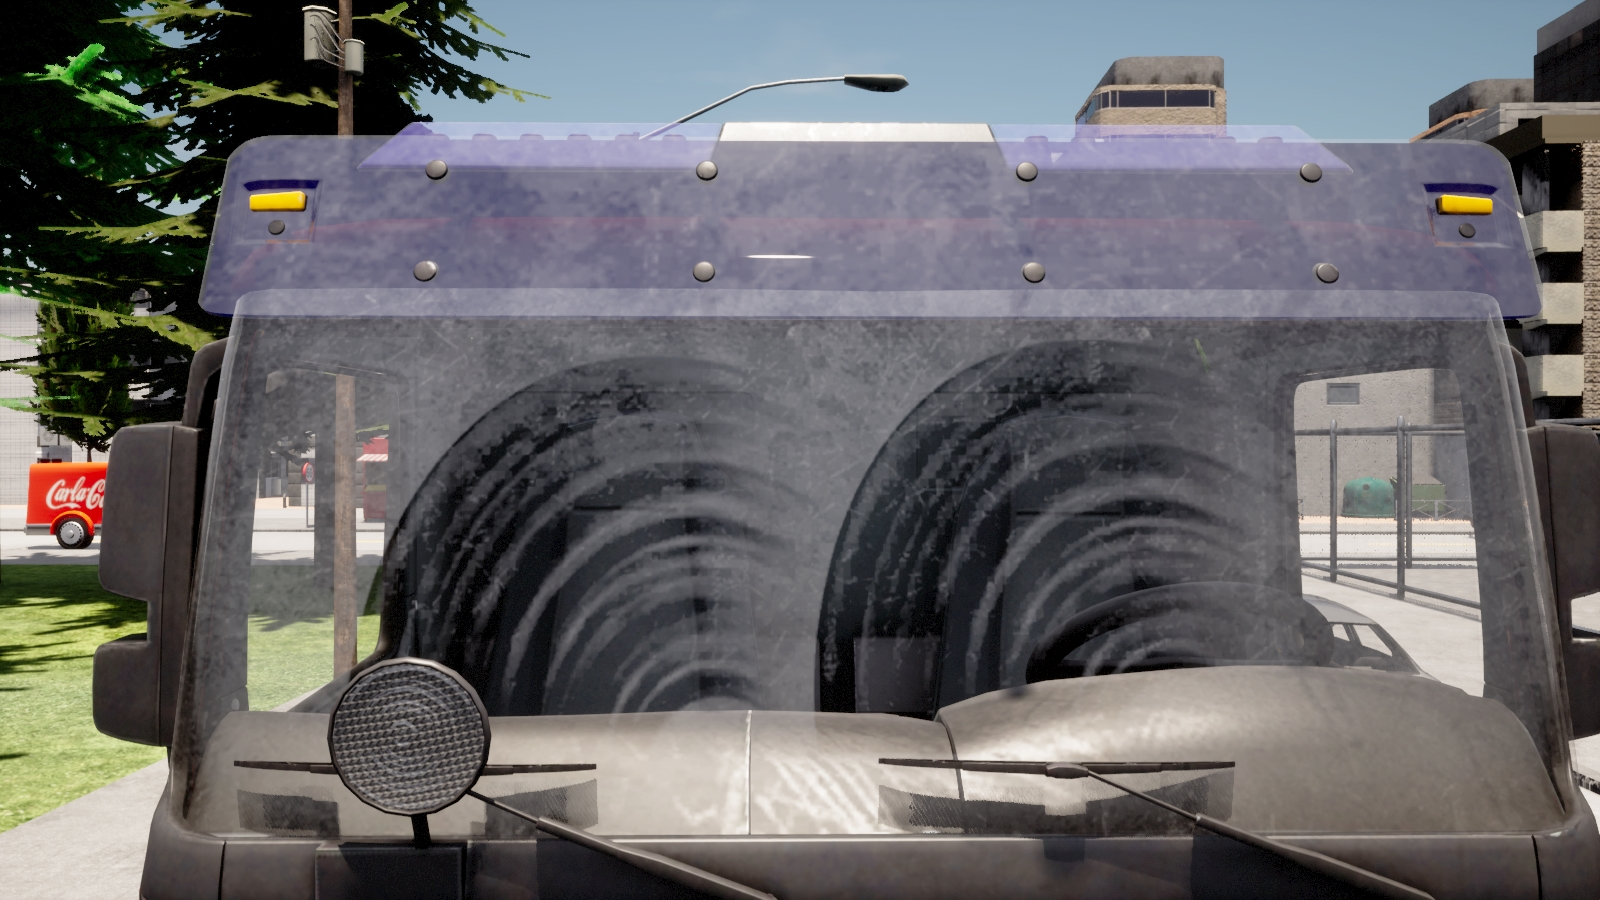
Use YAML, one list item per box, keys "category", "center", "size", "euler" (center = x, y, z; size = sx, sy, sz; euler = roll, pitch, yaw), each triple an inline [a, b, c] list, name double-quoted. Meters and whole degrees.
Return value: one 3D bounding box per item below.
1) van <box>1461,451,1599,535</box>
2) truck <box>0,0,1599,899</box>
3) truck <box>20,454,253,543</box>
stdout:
- category: "van"
  center: [24.242, 1.314, 35.747]
  size: [5.915, 2.561, 1.988]
  euler: [0, 0, 1]
- category: "truck"
  center: [0.092, 0.670, 5.580]
  size: [2.891, 3.827, 8.468]
  euler: [0, 0, -1]
- category: "truck"
  center: [-19.012, 1.348, 32.943]
  size: [5.204, 2.467, 2.627]
  euler: [0, 0, 1]
